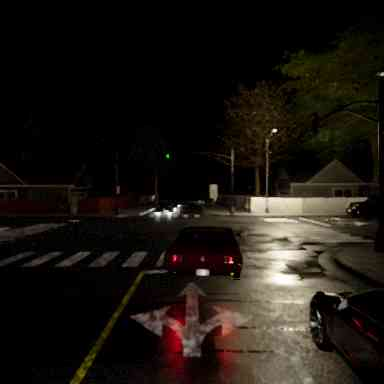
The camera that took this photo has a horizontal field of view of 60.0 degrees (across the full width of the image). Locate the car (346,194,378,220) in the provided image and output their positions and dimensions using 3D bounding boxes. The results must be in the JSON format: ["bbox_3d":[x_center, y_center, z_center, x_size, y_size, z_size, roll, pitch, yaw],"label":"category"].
[{"bbox_3d":[15.193,1.111,26.267,5.566,2.045,2.150,0,0,0],"label":"car"}]

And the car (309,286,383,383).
[{"bbox_3d":[2.638,1.564,3.295,1.947,1.339,4.313,0,0,0],"label":"car"}]

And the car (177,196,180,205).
[{"bbox_3d":[-3.123,1.505,49.586,2.128,1.511,4.902,0,0,0],"label":"car"}]

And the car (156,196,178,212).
[{"bbox_3d":[-3.114,1.554,39.623,2.033,1.411,5.357,0,0,0],"label":"car"}]

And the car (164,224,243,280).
[{"bbox_3d":[0.523,1.597,9.998,1.895,1.301,4.718,0,0,7],"label":"car"}]

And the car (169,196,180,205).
[{"bbox_3d":[-3.073,1.528,59.948,1.837,1.490,4.892,0,0,0],"label":"car"}]
